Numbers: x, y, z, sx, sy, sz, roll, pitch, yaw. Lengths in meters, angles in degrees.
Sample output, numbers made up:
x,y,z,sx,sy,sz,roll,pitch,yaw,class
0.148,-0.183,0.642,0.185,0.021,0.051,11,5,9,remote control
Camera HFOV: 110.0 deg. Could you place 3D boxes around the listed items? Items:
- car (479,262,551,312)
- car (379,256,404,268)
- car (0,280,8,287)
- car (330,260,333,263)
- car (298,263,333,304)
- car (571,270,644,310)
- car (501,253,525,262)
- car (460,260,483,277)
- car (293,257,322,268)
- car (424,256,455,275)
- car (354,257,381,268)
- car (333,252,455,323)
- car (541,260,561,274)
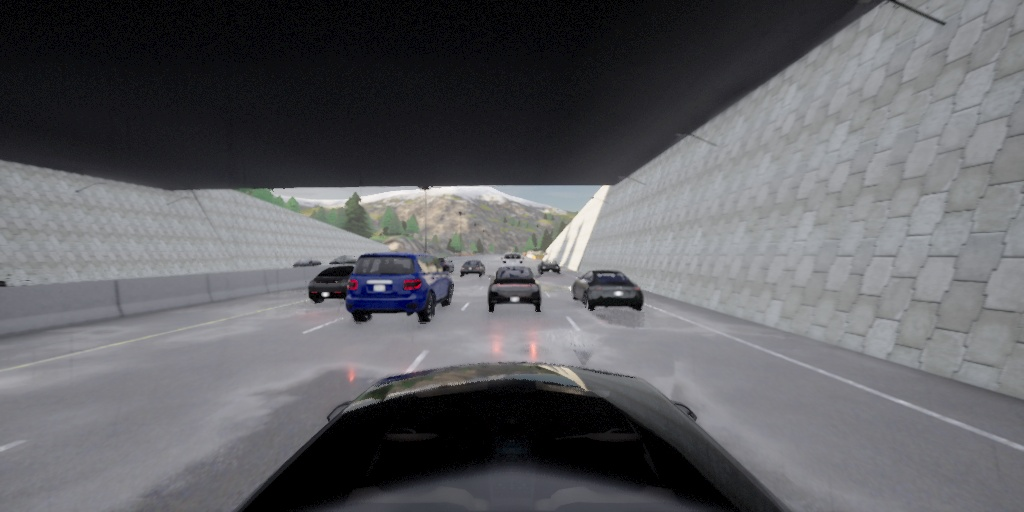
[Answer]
x,y,z,sx,sy,sz,roll,pitch,yaw,class
0.087,1.149,13.826,2.128,1.511,4.902,0,0,0,car
-17.569,0.851,52.598,1.882,1.535,5.008,0,1,0,car
-17.608,1.176,9.725,1.882,1.535,5.008,0,0,0,car
-24.568,0.731,52.269,2.097,1.767,4.553,0,0,0,car
-6.914,1.153,15.697,1.837,1.490,4.892,0,1,0,car
3.587,1.218,14.087,1.994,1.385,4.181,0,0,0,car
0.082,0.712,35.883,2.150,2.045,5.566,0,0,0,car
-3.418,1.070,31.882,2.033,1.411,5.357,0,0,0,car
-28.069,0.928,49.486,1.812,1.442,4.674,0,1,1,car
-6.919,0.854,34.904,2.097,1.767,4.553,0,0,0,car
-21.069,0.879,52.468,1.837,1.490,4.892,0,1,1,car
-3.412,0.896,11.906,2.150,2.045,5.566,0,0,0,car
3.582,1.093,35.394,1.895,1.301,4.718,0,0,0,car
